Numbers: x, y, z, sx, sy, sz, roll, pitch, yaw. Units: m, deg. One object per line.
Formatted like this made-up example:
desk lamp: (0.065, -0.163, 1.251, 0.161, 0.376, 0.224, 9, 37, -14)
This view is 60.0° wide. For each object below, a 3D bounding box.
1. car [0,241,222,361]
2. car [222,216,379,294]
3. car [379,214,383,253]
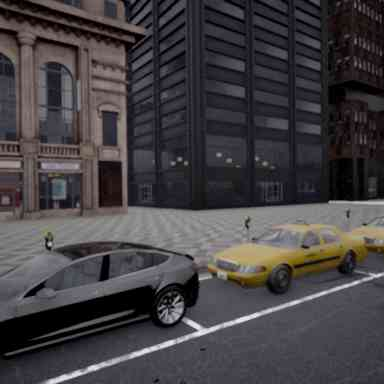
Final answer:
car: (-1.853, 1.544, 5.326, 4.313, 1.339, 1.947, -1, 0, -35)
car: (2.607, 1.424, 8.492, 4.829, 1.417, 1.752, -1, 0, -35)
car: (7.206, 1.342, 11.757, 4.829, 1.417, 1.752, -1, 0, -35)
